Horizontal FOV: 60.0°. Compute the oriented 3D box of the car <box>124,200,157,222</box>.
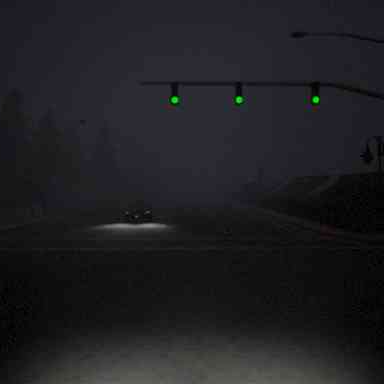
[{"bbox_3d":[-3.606,1.300,23.968,1.812,1.442,4.674,0,1,0],"label":"car"}]
